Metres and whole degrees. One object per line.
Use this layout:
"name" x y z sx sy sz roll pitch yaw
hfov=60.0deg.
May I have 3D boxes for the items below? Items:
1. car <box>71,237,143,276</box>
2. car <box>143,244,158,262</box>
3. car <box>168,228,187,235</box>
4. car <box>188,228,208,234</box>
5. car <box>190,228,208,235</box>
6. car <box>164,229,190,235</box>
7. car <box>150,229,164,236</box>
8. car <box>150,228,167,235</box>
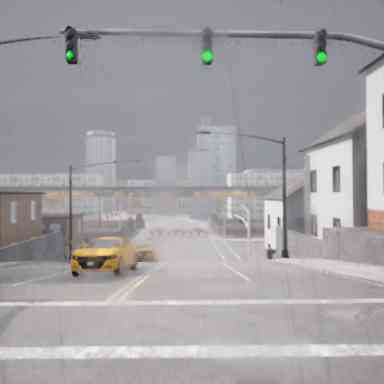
"car" -3.634 2.706 14.527 1.882 1.535 5.008 -1 -9 1
"car" -3.747 4.852 26.318 1.882 1.535 5.008 -1 -14 -1
"car" -3.758 9.963 84.011 4.536 1.218 1.853 0 -1 -37
"car" 1.513 9.926 84.849 4.536 1.218 1.853 -1 0 28
"car" 1.561 10.083 84.824 4.974 1.542 2.038 -1 0 28
"car" -3.798 10.120 83.978 4.974 1.542 2.038 0 -1 -37
"car" -8.405 10.157 83.919 4.974 1.542 2.038 -1 -1 43
"car" -8.445 10.000 83.955 4.536 1.218 1.853 -1 -1 43
